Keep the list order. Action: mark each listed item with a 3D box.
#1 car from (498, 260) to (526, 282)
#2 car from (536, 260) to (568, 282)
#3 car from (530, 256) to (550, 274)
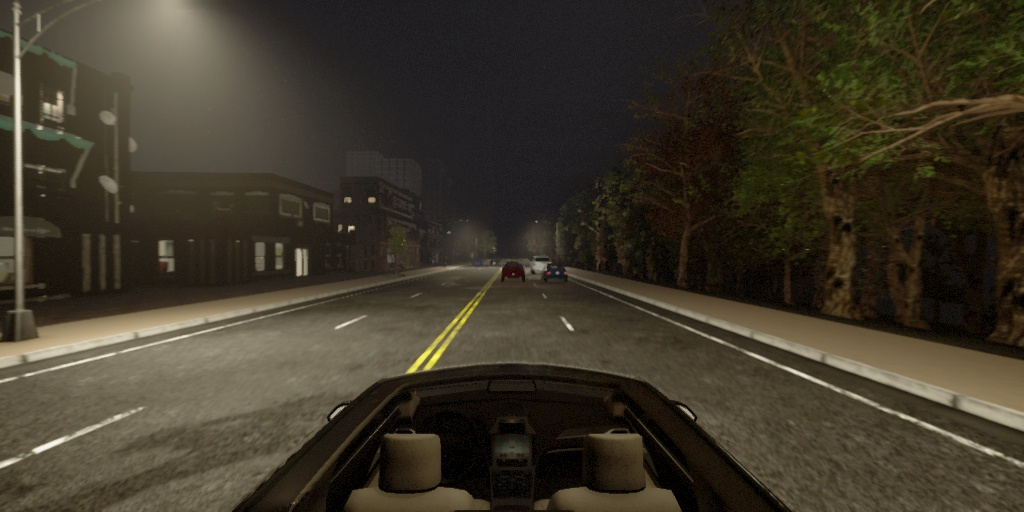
[{"bbox_3d":[0.092,1.233,29.440,1.882,1.535,5.008,0,0,0],"label":"car"},{"bbox_3d":[3.348,1.303,28.973,2.033,1.411,5.357,0,0,0],"label":"car"},{"bbox_3d":[3.277,0.980,41.050,2.150,2.045,5.566,0,0,0],"label":"car"}]
